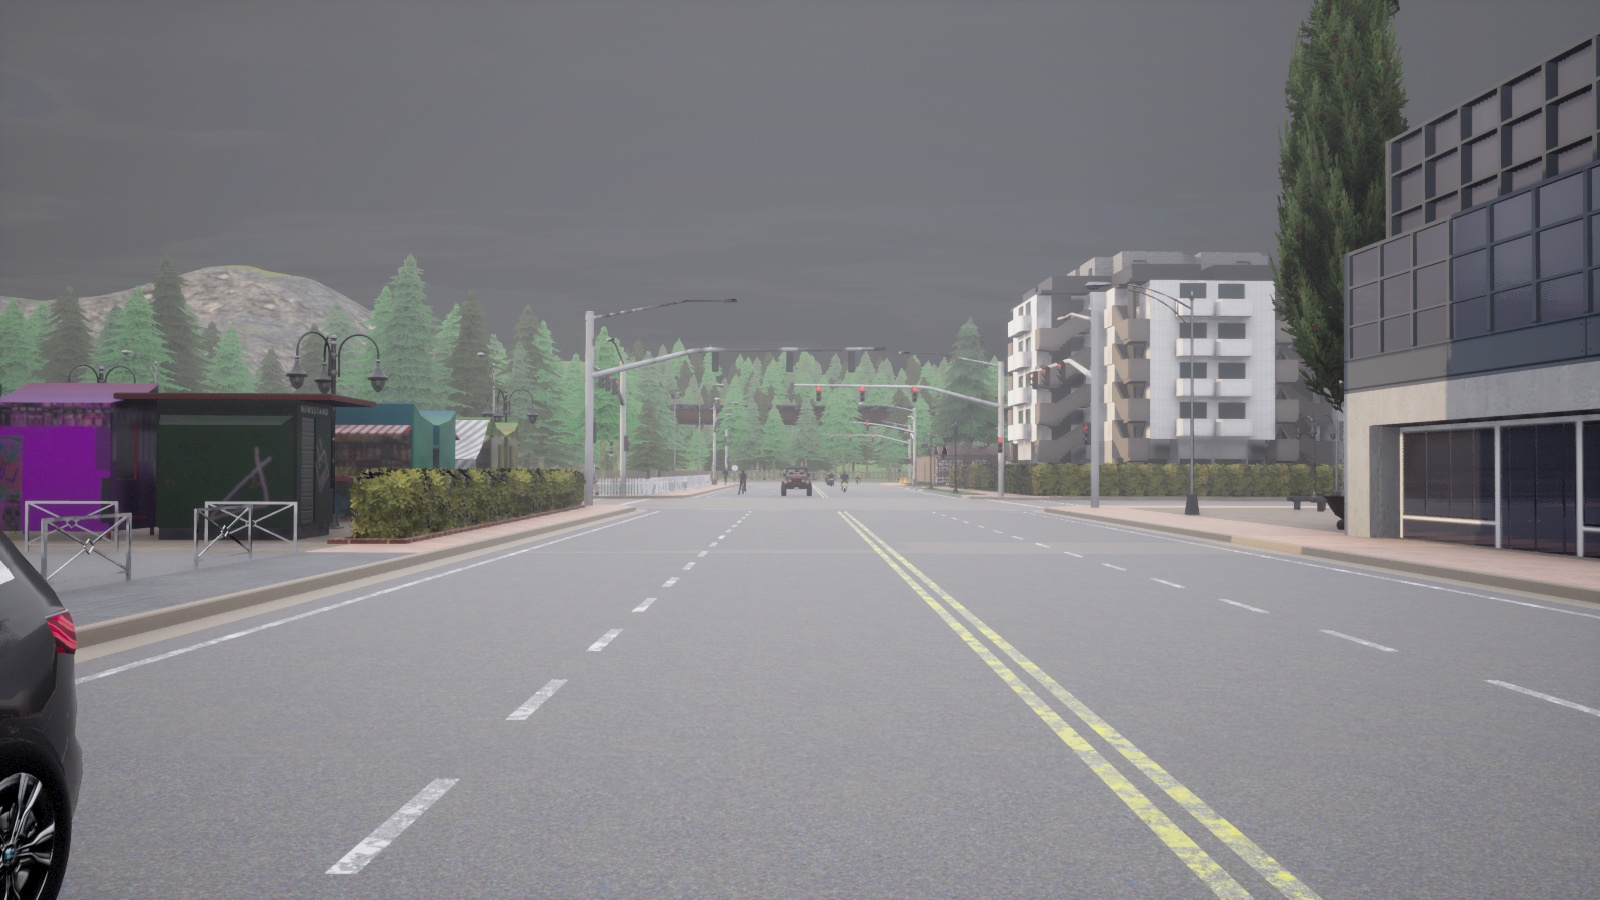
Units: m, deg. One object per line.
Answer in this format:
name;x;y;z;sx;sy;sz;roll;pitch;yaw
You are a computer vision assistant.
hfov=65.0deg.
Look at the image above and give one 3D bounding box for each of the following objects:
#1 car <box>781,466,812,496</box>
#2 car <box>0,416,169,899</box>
car;-0.200;1.930;78.718;1.905;1.878;3.866;0;-1;0
car;-3.507;0.714;2.453;2.242;1.667;4.611;0;-1;0
